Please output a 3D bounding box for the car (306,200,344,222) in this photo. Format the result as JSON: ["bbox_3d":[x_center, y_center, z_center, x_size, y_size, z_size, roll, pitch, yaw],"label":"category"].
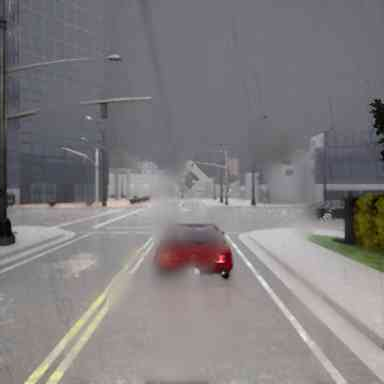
[{"bbox_3d":[10.992,1.404,24.723,4.892,1.490,1.837,0,-1,-4],"label":"car"}]

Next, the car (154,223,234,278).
[{"bbox_3d":[0.054,1.563,9.927,1.895,1.301,4.718,0,0,0],"label":"car"}]
